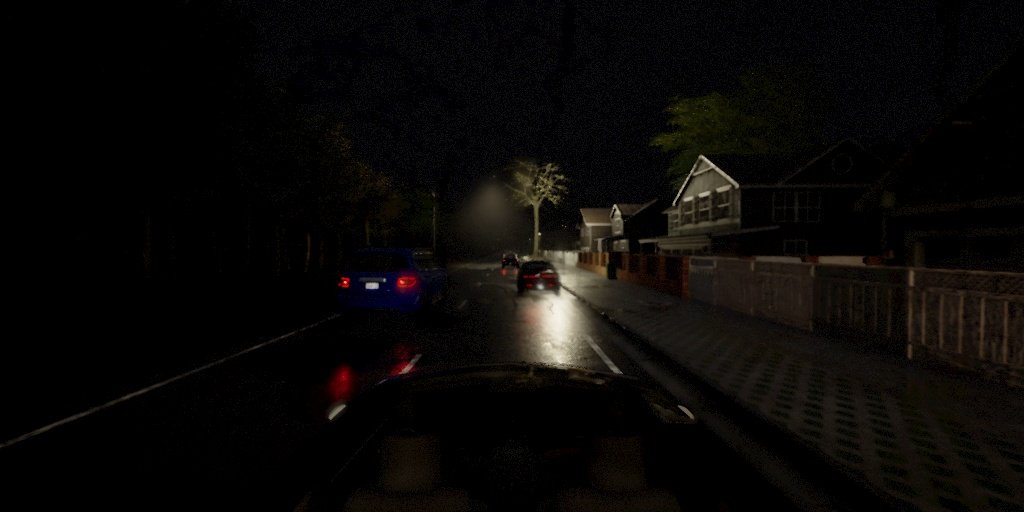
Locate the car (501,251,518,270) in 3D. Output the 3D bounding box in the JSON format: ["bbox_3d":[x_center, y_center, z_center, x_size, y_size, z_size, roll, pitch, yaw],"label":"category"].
[{"bbox_3d":[-0.132,0.533,39.350,1.812,1.442,4.674,0,1,1],"label":"car"}]

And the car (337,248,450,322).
[{"bbox_3d":[-3.444,0.774,11.482,2.150,2.045,5.566,0,1,0],"label":"car"}]

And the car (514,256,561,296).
[{"bbox_3d":[1.156,0.954,16.750,1.837,1.490,4.892,0,1,0],"label":"car"}]
